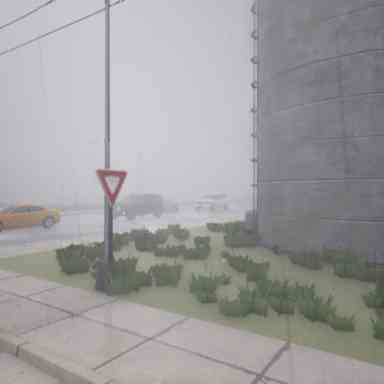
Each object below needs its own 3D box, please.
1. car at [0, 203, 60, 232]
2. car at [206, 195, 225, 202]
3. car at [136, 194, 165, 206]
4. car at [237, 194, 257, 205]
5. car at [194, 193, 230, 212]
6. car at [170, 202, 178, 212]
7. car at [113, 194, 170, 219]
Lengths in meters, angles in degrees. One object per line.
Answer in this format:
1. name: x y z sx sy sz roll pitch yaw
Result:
1. car: -10.206 1.451 19.430 1.882 1.535 5.008 0 0 33
2. car: 5.265 1.469 74.782 3.905 1.438 1.784 0 0 34
3. car: -6.994 1.258 55.939 4.605 1.855 1.932 0 0 34
4. car: 9.683 1.280 57.119 3.866 1.878 1.905 0 0 34
5. car: 2.389 1.194 38.679 2.150 2.045 5.566 0 0 33
6. car: -3.679 1.447 36.936 4.611 1.667 2.242 0 0 34
7. car: -4.586 1.194 28.025 2.150 2.045 5.566 0 0 33
